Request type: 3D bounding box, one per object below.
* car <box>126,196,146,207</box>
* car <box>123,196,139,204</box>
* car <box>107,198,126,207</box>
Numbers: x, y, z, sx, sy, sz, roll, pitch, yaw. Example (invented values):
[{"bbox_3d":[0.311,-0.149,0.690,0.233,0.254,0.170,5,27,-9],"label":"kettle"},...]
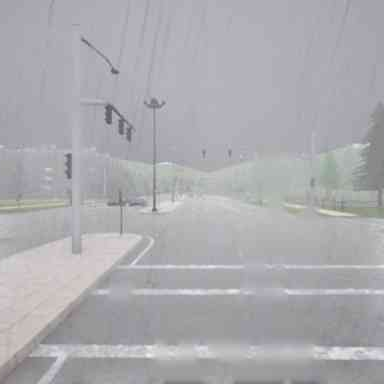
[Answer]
[{"bbox_3d":[-8.046,1.557,49.466,1.994,1.385,4.181,0,0,0],"label":"car"},{"bbox_3d":[-11.459,1.539,62.819,2.033,1.411,5.357,0,0,0],"label":"car"},{"bbox_3d":[-11.413,1.557,50.416,1.994,1.385,4.181,0,0,2],"label":"car"}]
